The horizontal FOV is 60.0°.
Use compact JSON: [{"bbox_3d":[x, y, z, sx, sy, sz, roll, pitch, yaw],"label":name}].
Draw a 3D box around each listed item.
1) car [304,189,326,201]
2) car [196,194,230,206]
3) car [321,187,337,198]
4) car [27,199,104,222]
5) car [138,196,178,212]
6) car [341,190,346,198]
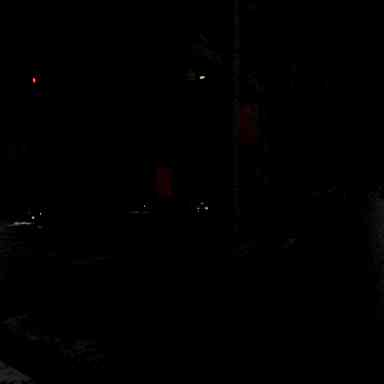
[{"bbox_3d":[19.239,0.608,52.686,1.994,1.385,4.181,0,1,35],"label":"car"},{"bbox_3d":[2.726,0.895,40.708,2.033,1.411,5.357,0,1,36],"label":"car"},{"bbox_3d":[25.034,0.105,61.002,2.150,2.045,5.566,0,1,35],"label":"car"},{"bbox_3d":[-8.929,1.248,24.027,2.033,1.411,5.357,0,1,35],"label":"car"},{"bbox_3d":[-3.221,1.089,32.194,1.994,1.385,4.181,0,1,35],"label":"car"},{"bbox_3d":[28.285,0.377,59.973,1.837,1.490,4.892,0,1,34],"label":"car"}]
